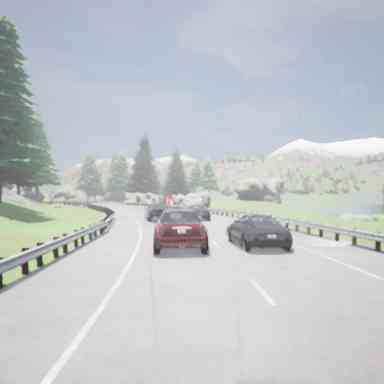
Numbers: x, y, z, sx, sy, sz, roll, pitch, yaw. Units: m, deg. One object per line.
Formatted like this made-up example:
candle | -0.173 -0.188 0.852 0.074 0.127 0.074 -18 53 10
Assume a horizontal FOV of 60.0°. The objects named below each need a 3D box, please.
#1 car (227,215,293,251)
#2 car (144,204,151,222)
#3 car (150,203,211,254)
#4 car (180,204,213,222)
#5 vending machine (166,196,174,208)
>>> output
car | 2.870 1.702 14.824 1.994 1.385 4.181 0 0 -6
car | -3.116 1.784 29.514 1.837 1.490 4.892 0 0 -13
car | -0.591 1.484 14.295 2.097 1.767 4.553 0 -1 -6
car | 0.299 1.846 30.287 1.994 1.385 4.181 0 -1 -14
vending machine | -3.699 1.723 56.618 1.100 2.100 0.880 0 -1 -25
